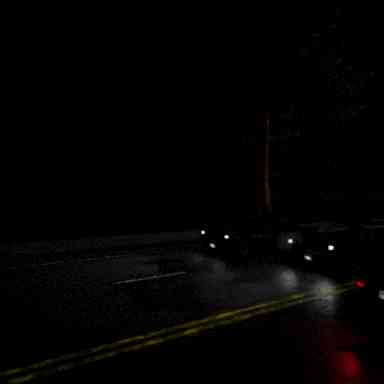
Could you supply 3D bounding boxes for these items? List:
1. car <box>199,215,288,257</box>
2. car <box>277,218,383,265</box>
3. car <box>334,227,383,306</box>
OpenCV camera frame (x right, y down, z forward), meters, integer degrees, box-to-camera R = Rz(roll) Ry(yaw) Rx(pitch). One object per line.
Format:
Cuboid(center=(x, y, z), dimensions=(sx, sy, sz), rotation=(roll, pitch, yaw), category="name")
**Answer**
Cuboid(center=(2.629, 1.593, 12.966), dimensions=(4.718, 1.301, 1.895), rotation=(0, 0, -31), category="car")
Cuboid(center=(5.254, 1.592, 10.756), dimensions=(4.718, 1.301, 1.895), rotation=(0, 0, -31), category="car")
Cuboid(center=(5.134, 1.519, 6.623), dimensions=(4.674, 1.442, 1.812), rotation=(0, 0, -32), category="car")
